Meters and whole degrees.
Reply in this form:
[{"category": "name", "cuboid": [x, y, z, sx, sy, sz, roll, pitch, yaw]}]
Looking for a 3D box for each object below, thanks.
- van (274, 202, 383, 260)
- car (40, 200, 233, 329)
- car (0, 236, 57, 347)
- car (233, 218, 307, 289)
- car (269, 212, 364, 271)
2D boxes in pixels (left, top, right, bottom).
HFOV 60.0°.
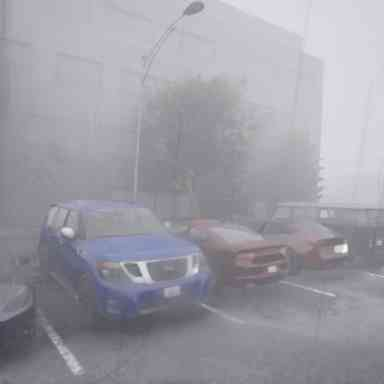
[{"category": "van", "cuboid": [4.804, 1.384, 12.536, 1.878, 1.987, 4.442, 1, -1, -35]}, {"category": "car", "cuboid": [-1.914, 1.244, 7.566, 2.435, 2.045, 5.566, 0, 0, -35]}, {"category": "car", "cuboid": [-4.189, 1.509, 5.943, 2.163, 1.488, 4.792, 0, 0, -35]}, {"category": "car", "cuboid": [0.295, 1.514, 9.176, 2.097, 1.535, 5.008, 0, 0, -36]}, {"category": "car", "cuboid": [2.583, 1.580, 10.844, 2.163, 1.488, 4.792, 1, -1, -35]}]
